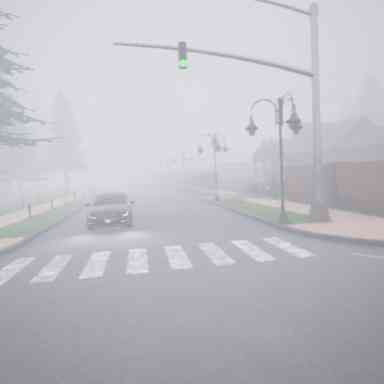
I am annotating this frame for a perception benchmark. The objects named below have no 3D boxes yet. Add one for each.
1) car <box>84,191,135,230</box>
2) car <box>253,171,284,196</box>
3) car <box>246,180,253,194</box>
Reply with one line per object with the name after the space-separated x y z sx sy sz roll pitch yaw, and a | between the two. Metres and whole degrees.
-3.752 0.781 15.557 1.837 1.490 4.892 -3 4 -9 | car
7.483 -0.710 25.888 4.605 1.855 1.932 -3 3 -10 | car
6.677 -0.807 28.299 3.866 1.878 1.905 -3 3 -10 | car
